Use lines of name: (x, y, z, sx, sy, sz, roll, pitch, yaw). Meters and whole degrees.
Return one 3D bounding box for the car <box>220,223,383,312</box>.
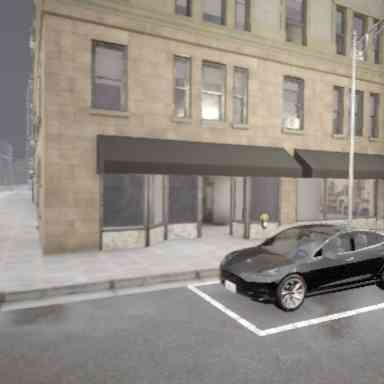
car: (2.684, 1.385, 7.131, 4.313, 1.339, 1.947, 0, 2, -26)
